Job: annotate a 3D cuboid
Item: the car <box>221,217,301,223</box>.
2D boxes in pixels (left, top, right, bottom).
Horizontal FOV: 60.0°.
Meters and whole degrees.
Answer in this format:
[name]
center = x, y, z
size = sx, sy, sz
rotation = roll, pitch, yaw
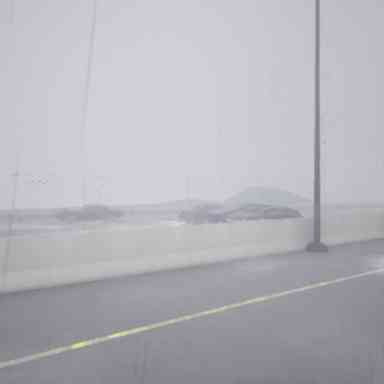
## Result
[car]
center = 4.088, 1.460, 18.938
size = 4.902, 1.511, 2.128
rotation = 0, 0, -31
